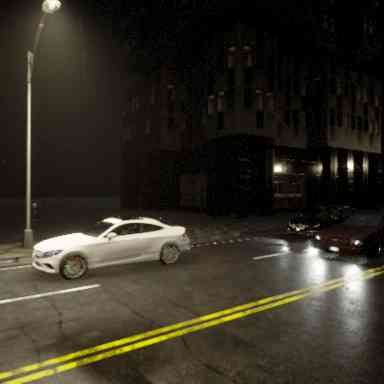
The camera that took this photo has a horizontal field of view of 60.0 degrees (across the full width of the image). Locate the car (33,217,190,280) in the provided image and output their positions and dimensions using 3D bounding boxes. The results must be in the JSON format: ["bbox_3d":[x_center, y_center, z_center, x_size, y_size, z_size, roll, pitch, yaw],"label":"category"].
[{"bbox_3d":[-2.217,1.504,10.030,4.674,1.442,1.812,0,0,-35],"label":"car"}]

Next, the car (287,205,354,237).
[{"bbox_3d":[6.757,1.424,16.398,4.892,1.490,1.837,0,0,-35],"label":"car"}]

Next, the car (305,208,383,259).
[{"bbox_3d":[6.872,1.479,12.508,5.357,1.411,2.033,0,0,-35],"label":"car"}]
